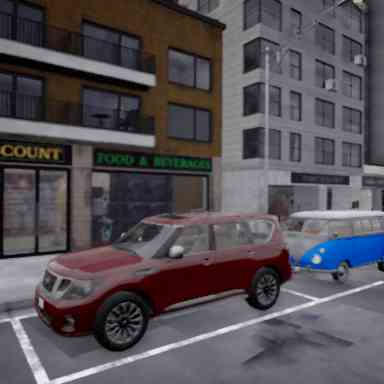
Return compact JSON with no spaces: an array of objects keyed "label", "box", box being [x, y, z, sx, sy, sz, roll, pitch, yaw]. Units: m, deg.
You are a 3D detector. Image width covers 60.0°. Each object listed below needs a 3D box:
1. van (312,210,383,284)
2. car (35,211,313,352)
[{"label":"van","box":[4.310,1.429,9.609,3.998,1.788,1.690,1,0,-36]},{"label":"car","box":[-0.188,1.349,6.401,5.009,1.841,2.192,1,0,-36]}]
